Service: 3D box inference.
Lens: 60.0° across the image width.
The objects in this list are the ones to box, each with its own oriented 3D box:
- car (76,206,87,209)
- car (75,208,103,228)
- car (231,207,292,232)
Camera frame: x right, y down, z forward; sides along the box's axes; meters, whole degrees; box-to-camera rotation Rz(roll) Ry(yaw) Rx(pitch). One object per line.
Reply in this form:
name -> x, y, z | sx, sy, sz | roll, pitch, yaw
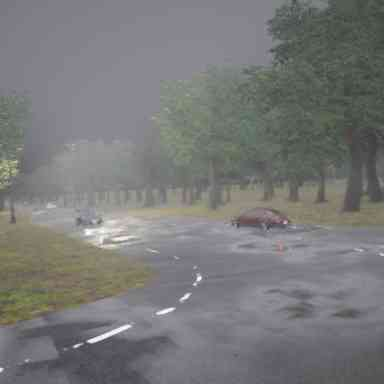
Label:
car -> -21.599, 3.475, 65.250 | 2.033, 1.411, 5.357 | -4, 0, -32
car -> -10.498, 2.733, 33.717 | 2.128, 1.511, 4.902 | -4, 0, -32
car -> 4.572, 1.785, 22.509 | 1.812, 1.442, 4.674 | -4, 0, -32
